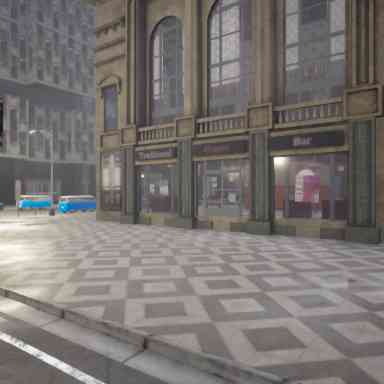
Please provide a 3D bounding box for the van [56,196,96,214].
[{"bbox_3d":[-11.619,1.282,34.150,1.690,1.788,3.998,0,0,36],"label":"van"}]

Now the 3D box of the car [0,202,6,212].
[{"bbox_3d":[-21.822,1.513,34.550,2.008,1.369,4.403,0,0,36],"label":"car"}]

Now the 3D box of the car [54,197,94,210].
[{"bbox_3d":[-15.375,1.466,43.544,1.752,1.417,4.829,0,0,36],"label":"car"}]

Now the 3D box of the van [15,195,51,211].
[{"bbox_3d":[-18.549,1.292,39.116,1.690,1.788,3.998,0,0,36],"label":"van"}]
